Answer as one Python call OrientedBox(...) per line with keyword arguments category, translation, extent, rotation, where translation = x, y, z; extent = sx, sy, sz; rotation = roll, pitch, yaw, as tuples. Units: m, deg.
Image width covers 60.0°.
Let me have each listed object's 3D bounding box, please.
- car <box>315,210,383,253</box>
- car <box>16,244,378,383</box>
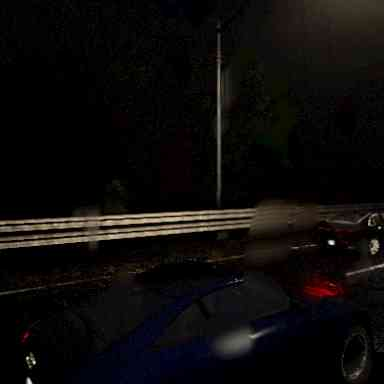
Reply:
OrientedBox(category="car", translation=(6.733, 1.459, 12.676), extent=(4.892, 1.490, 1.837), rotation=(0, 0, -35))
OrientedBox(category="car", translation=(0.293, 1.555, 3.922), extent=(4.181, 1.385, 1.994), rotation=(0, 0, -35))
